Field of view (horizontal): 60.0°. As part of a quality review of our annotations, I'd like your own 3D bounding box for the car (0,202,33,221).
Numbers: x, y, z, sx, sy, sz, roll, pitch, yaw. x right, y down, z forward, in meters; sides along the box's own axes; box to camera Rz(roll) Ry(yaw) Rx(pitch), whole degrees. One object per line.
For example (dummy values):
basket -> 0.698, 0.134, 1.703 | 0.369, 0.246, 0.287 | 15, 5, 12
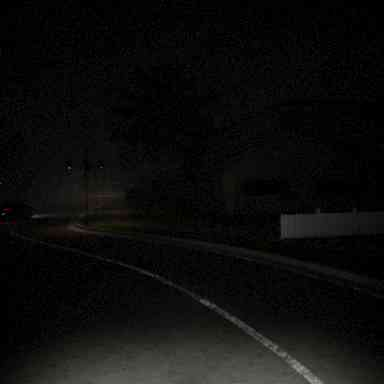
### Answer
car -> -14.923, 1.536, 27.974 | 1.882, 1.535, 5.008 | -1, 0, -12
